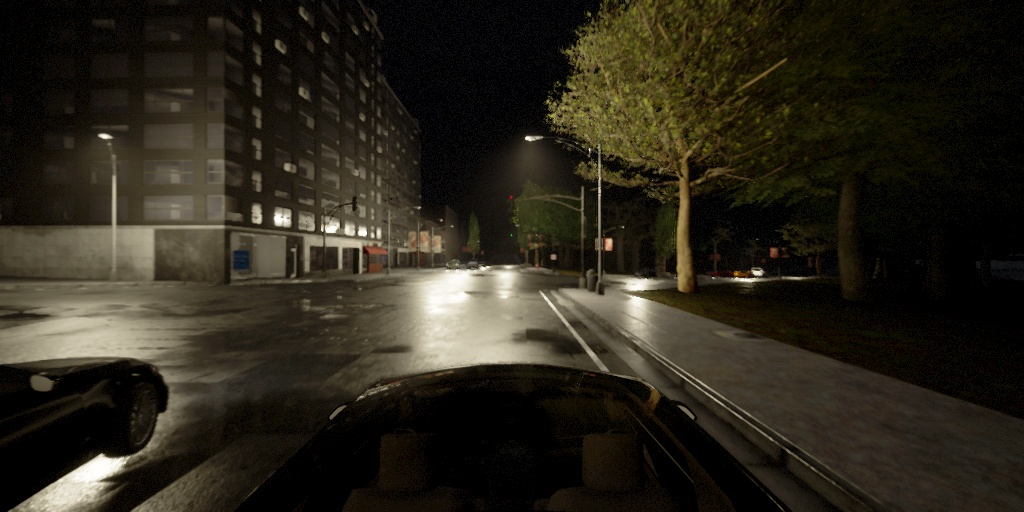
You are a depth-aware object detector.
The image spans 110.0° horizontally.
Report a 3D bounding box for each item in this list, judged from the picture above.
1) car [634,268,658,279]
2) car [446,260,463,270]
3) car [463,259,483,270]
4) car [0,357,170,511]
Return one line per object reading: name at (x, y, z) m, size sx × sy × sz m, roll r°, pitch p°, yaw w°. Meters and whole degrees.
car at (19.280, 2.481, 51.465) m, size 4.674 × 1.442 × 1.812 m, roll 3°, pitch -2°, yaw -44°
car at (-9.779, 1.422, 60.415) m, size 2.097 × 1.767 × 4.553 m, roll 0°, pitch -1°, yaw 0°
car at (-6.526, 1.618, 60.417) m, size 2.033 × 1.411 × 5.357 m, roll 0°, pitch -1°, yaw 1°
car at (-4.235, 1.276, 1.942) m, size 1.812 × 1.442 × 4.674 m, roll 0°, pitch 0°, yaw -15°
